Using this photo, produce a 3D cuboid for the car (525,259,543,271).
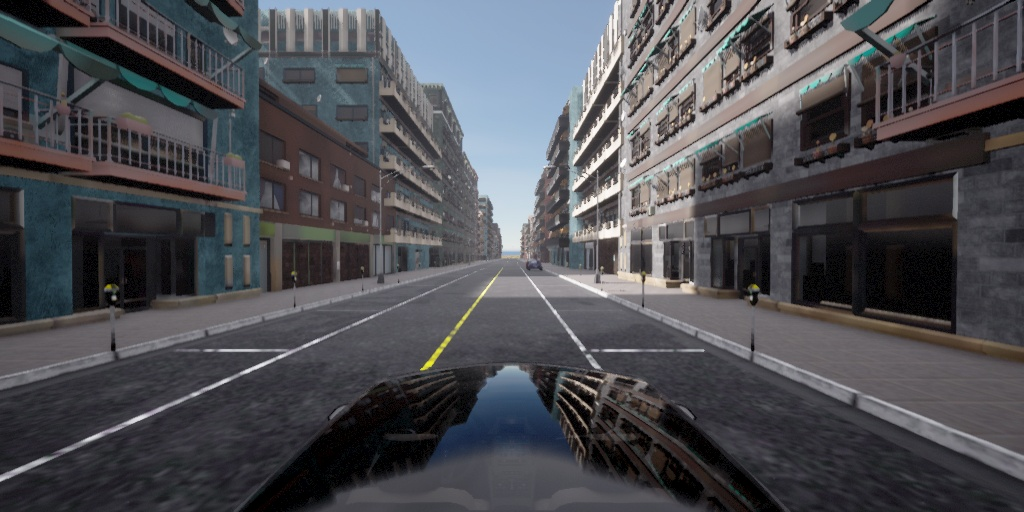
[{"bbox_3d":[3.149,1.270,49.639,1.812,1.442,4.674,0,0,0],"label":"car"}]
